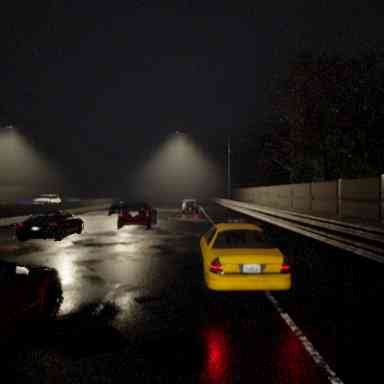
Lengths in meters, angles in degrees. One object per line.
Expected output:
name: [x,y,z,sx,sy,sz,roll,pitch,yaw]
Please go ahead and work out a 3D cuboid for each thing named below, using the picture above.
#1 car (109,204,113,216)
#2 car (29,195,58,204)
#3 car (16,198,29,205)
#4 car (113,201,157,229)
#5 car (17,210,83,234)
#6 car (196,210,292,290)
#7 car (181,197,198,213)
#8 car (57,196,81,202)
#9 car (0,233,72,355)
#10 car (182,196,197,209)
car: [-7.171,1.642,33.708,1.812,1.442,4.674,0,0,0]
car: [-21.480,1.400,49.357,2.150,2.045,5.566,0,0,0]
car: [-24.990,1.662,50.900,1.882,1.535,5.008,0,0,0]
car: [-3.582,1.428,22.415,2.097,1.767,4.553,0,0,0]
car: [-7.032,1.622,16.919,1.994,1.385,4.181,0,0,0]
car: [1.152,1.485,9.079,1.801,1.575,5.366,0,0,0]
car: [-0.225,1.659,38.954,1.812,1.442,4.674,0,0,0]
car: [-17.990,1.673,50.079,2.128,1.511,4.902,0,0,0]
car: [-3.438,1.579,4.670,1.994,1.385,4.181,0,0,0]
car: [-0.393,1.525,49.046,2.097,1.767,4.553,0,0,0]
